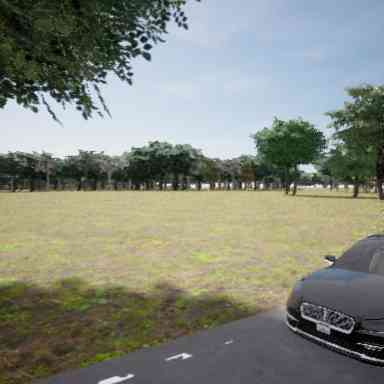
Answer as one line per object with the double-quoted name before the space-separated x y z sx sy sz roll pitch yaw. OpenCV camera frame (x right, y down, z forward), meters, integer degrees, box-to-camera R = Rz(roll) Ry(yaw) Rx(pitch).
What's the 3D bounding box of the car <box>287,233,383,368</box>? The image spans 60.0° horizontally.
"car" 3.666 1.508 5.683 4.892 1.490 1.837 0 0 -35
